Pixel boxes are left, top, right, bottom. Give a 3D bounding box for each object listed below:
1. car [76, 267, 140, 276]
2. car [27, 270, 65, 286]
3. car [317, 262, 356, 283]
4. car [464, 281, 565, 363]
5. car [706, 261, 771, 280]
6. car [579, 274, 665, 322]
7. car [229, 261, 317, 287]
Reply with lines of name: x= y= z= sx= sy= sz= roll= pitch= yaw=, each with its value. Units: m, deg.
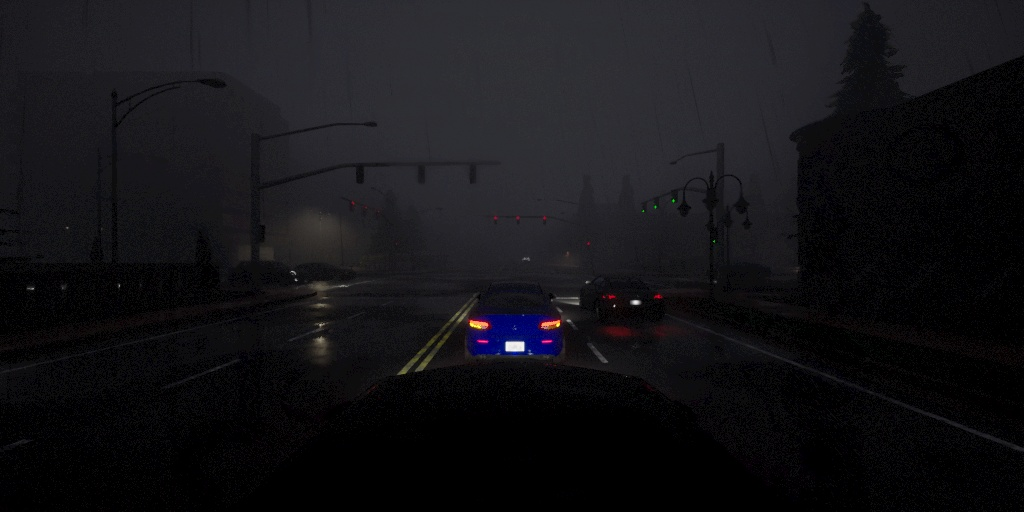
car: x=-31.427 y=1.276 z=27.420 sx=4.674 sy=1.442 sz=1.812 roll=0 pitch=0 yaw=0
car: x=-33.092 y=1.276 z=23.920 sx=4.674 sy=1.442 sz=1.812 roll=0 pitch=0 yaw=0
car: x=-14.555 y=1.228 z=27.388 sx=5.008 sy=1.535 sz=1.882 roll=0 pitch=0 yaw=0
car: x=0.063 y=1.276 z=8.010 sx=1.812 sy=1.442 sz=4.674 roll=0 pitch=0 yaw=0
car: x=19.370 y=1.228 z=30.769 sx=5.008 sy=1.535 sz=1.882 roll=0 pitch=0 yaw=-1
car: x=3.580 y=1.314 z=12.362 sx=1.994 sy=1.385 sz=4.181 roll=0 pitch=0 yaw=0
car: x=-15.985 y=1.102 z=23.890 sx=4.553 sy=1.767 sz=2.097 roll=0 pitch=0 yaw=0
